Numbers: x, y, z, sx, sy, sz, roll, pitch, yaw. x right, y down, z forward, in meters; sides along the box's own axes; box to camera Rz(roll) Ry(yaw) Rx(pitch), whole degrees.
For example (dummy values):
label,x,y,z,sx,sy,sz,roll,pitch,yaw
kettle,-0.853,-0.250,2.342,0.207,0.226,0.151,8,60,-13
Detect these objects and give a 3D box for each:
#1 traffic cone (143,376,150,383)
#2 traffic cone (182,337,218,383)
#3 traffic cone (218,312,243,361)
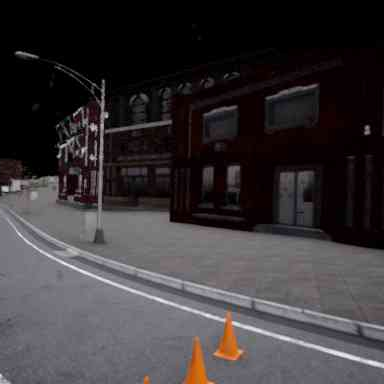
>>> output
label,x,y,z,sx,sy,sz,roll,pitch,yaw
traffic cone,-0.424,2.009,3.075,0.340,0.580,0.340,0,-1,28
traffic cone,0.051,2.030,3.955,0.340,0.580,0.340,0,-1,28
traffic cone,0.526,2.052,4.835,0.340,0.580,0.340,0,-1,28
